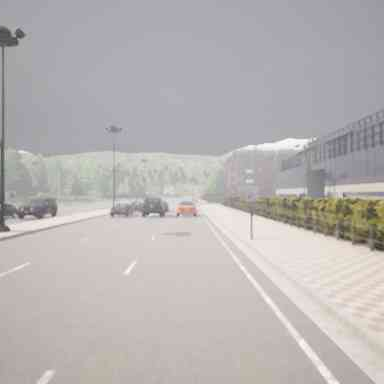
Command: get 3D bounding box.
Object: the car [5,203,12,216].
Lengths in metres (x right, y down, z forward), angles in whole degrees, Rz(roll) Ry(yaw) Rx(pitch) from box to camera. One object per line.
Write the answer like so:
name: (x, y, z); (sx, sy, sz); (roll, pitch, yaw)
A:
car: (-19.088, 1.881, 32.836); (1.837, 1.490, 4.892); (0, -1, 0)

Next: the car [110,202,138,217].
car: (-7.565, 1.948, 36.242); (2.033, 1.411, 5.357); (0, -1, -1)

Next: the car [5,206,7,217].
car: (-15.485, 1.872, 23.444); (1.895, 1.301, 4.718); (0, -1, -1)

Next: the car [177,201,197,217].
car: (-0.569, 1.749, 36.600); (2.097, 1.767, 4.553); (0, -1, -1)

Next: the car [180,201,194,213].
car: (-0.688, 2.010, 46.685); (1.837, 1.490, 4.892); (0, -1, -1)

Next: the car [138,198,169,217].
car: (-4.061, 1.614, 35.900); (2.150, 2.045, 5.566); (0, -1, -1)

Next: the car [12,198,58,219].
car: (-15.596, 1.606, 33.940); (2.150, 2.045, 5.566); (0, -1, -1)

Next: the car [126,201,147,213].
car: (-7.687, 2.059, 46.541); (2.033, 1.411, 5.357); (0, -1, -1)
